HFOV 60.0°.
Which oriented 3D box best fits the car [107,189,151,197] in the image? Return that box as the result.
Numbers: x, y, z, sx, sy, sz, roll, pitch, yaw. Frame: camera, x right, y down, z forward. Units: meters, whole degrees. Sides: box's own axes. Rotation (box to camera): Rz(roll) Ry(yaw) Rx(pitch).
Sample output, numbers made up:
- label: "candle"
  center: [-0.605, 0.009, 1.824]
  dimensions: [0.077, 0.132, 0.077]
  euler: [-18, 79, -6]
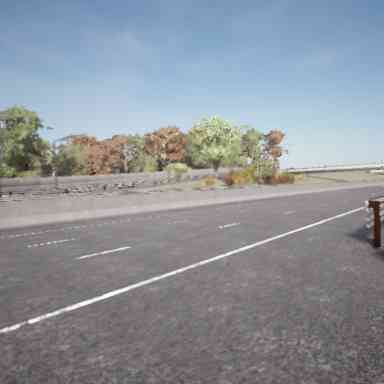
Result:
- label: "car"
  center: [-5.392, 0.756, 32.627]
  dimensions: [1.882, 1.535, 5.008]
  euler: [-1, 2, 39]

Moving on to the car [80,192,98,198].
- label: "car"
  center: [-10.258, 0.935, 37.749]
  dimensions: [1.895, 1.301, 4.718]
  euler: [-1, 2, 39]

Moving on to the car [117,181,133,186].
- label: "car"
  center: [-15.061, -1.590, 74.026]
  dimensions: [2.097, 1.767, 4.553]
  euler: [-2, 4, 20]

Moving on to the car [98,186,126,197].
- label: "car"
  center: [-7.253, 0.624, 35.906]
  dimensions: [2.097, 1.767, 4.553]
  euler: [-1, 2, 39]

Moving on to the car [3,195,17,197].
- label: "car"
  center: [-24.498, 0.676, 43.419]
  dimensions: [1.895, 1.301, 4.718]
  euler: [-2, 2, 15]

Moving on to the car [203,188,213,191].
- label: "car"
  center: [3.039, 0.035, 54.398]
  dimensions: [2.128, 1.511, 4.902]
  euler: [-1, 1, 39]

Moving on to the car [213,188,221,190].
- label: "car"
  center: [5.938, -0.007, 52.423]
  dimensions: [1.837, 1.490, 4.892]
  euler: [-1, 1, 39]

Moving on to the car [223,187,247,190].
- label: "car"
  center: [6.836, 0.042, 47.962]
  dimensions: [2.128, 1.511, 4.902]
  euler: [-1, 1, 39]

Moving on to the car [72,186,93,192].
- label: "car"
  center: [-19.737, -0.302, 60.014]
  dimensions: [1.812, 1.442, 4.674]
  euler: [-2, 3, 18]
